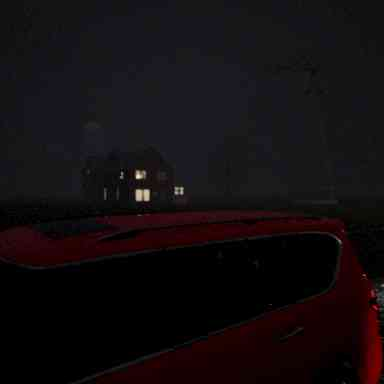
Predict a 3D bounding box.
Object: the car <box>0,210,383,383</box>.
[{"bbox_3d":[-0.746,1.221,2.537,5.566,2.045,2.150,0,0,-35],"label":"car"}]
